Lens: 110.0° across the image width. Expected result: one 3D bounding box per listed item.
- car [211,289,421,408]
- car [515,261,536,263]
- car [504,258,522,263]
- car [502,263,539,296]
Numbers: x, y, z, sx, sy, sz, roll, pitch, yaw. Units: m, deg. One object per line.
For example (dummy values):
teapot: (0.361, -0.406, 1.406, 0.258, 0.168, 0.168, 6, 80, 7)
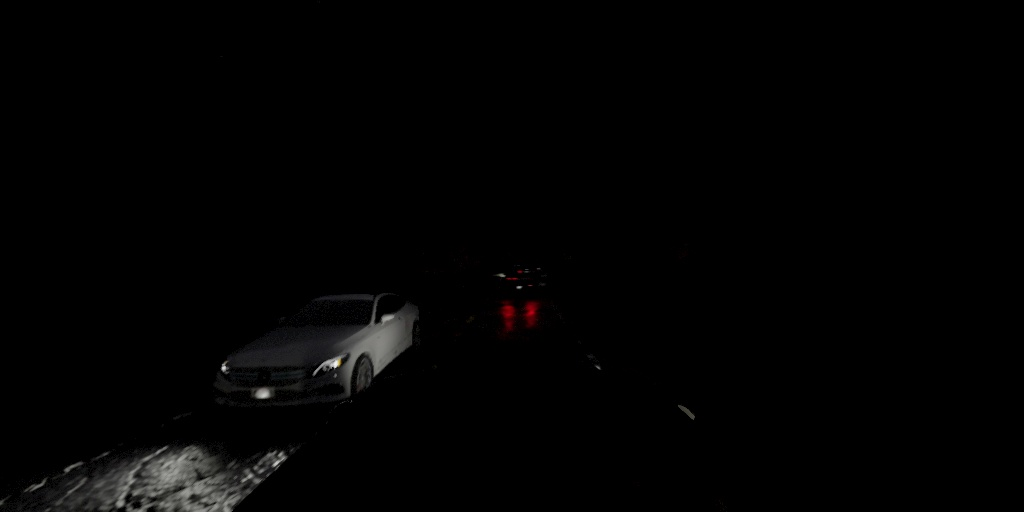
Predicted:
car: (-3.001, 1.398, 6.651, 1.812, 1.442, 4.674, -2, 0, 0)
car: (1.630, 1.478, 35.376, 2.033, 1.411, 5.357, -2, 0, 7)
car: (0.276, 1.284, 49.383, 2.150, 2.045, 5.566, -2, -1, 9)
car: (0.496, 1.355, 20.206, 2.128, 1.511, 4.902, -2, 0, 3)
